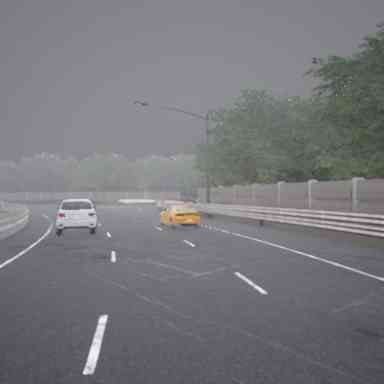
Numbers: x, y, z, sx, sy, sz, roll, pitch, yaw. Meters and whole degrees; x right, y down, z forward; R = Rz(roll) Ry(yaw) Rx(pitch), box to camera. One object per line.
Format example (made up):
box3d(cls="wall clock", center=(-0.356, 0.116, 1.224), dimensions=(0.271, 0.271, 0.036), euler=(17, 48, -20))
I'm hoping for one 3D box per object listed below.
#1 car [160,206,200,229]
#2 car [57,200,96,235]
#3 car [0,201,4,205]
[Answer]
box3d(cls="car", center=(-0.986, 1.729, 23.971), dimensions=(1.882, 1.535, 5.008), euler=(0, -1, -19))
box3d(cls="car", center=(-7.366, 1.493, 21.238), dimensions=(2.150, 2.045, 5.566), euler=(0, -1, -19))
box3d(cls="car", center=(-44.138, 2.637, 75.353), dimensions=(4.181, 1.385, 1.994), euler=(-1, -1, 34))
